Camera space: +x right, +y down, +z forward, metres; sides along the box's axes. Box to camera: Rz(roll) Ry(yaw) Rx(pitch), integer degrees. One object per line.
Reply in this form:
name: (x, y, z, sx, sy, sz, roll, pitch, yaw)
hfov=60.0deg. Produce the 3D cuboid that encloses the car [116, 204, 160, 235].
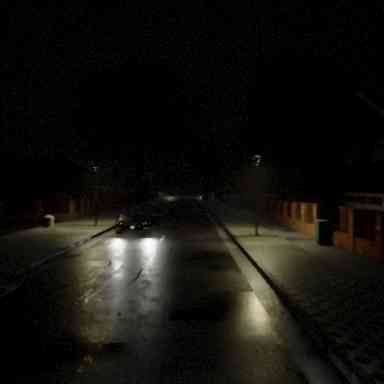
car: (-2.830, 1.428, 18.256, 1.837, 1.490, 4.892, 0, 0, 0)
